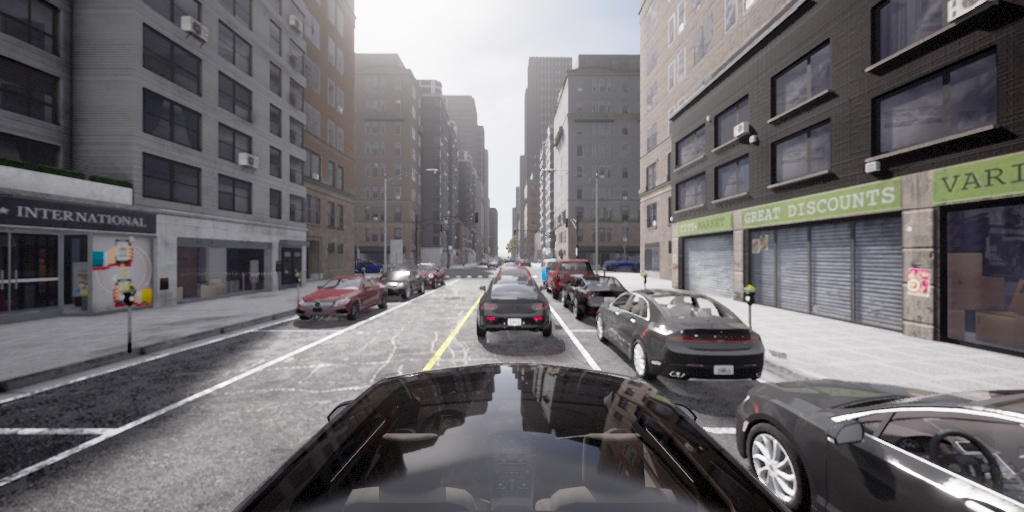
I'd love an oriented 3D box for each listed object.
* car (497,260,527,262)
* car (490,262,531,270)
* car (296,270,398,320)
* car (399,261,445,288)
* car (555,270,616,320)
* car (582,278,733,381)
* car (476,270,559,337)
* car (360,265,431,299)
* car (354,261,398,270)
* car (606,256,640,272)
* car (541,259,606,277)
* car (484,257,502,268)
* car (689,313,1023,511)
[{"bbox_3d":[0.055,1.279,27.771,1.837,1.490,4.892,0,0,2],"label":"car"},{"bbox_3d":[0.093,1.243,17.599,1.882,1.535,5.008,0,0,0],"label":"car"},{"bbox_3d":[-5.671,1.342,12.530,1.802,1.307,4.207,0,0,0],"label":"car"},{"bbox_3d":[-5.675,1.210,23.580,1.967,1.591,4.097,0,0,0],"label":"car"},{"bbox_3d":[2.855,1.326,12.540,1.948,1.339,4.313,0,0,0],"label":"car"},{"bbox_3d":[2.857,1.305,7.017,2.007,1.370,4.403,0,0,0],"label":"car"},{"bbox_3d":[0.034,1.284,10.158,1.812,1.442,4.674,0,0,-1],"label":"car"},{"bbox_3d":[-5.673,1.331,18.055,1.948,1.339,4.313,0,0,0],"label":"car"},{"bbox_3d":[-15.878,1.274,40.265,5.008,1.535,1.882,0,0,0],"label":"car"},{"bbox_3d":[14.816,1.003,47.127,5.566,2.045,2.150,0,0,1],"label":"car"},{"bbox_3d":[2.853,1.080,18.064,2.192,1.841,5.009,0,0,0],"label":"car"},{"bbox_3d":[-3.257,1.374,62.106,2.033,1.411,5.357,0,0,-1],"label":"car"},{"bbox_3d":[2.859,1.300,1.493,2.007,1.370,4.403,0,0,0],"label":"car"}]
